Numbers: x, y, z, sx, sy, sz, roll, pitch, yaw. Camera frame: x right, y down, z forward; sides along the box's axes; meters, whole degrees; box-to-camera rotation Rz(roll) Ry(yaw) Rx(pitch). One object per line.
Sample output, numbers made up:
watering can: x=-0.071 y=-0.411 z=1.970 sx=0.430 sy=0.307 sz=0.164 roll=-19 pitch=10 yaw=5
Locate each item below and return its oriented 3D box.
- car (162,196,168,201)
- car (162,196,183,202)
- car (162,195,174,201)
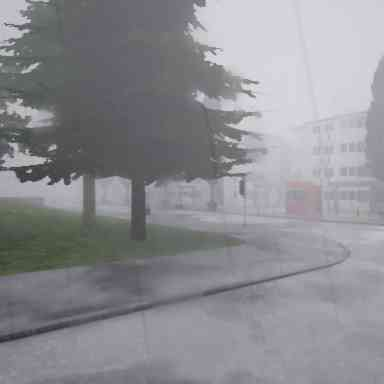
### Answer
car: x=-4.966 y=1.525 z=83.346 sx=4.536 sy=1.218 sz=1.853 roll=0 pitch=0 yaw=-6
car: x=-4.915 y=1.682 z=83.351 sx=4.974 sy=1.542 sz=2.038 roll=0 pitch=0 yaw=-6
car: x=-6.259 y=1.439 z=85.827 sx=1.845 sy=1.501 sz=3.633 roll=0 pitch=0 yaw=-24
